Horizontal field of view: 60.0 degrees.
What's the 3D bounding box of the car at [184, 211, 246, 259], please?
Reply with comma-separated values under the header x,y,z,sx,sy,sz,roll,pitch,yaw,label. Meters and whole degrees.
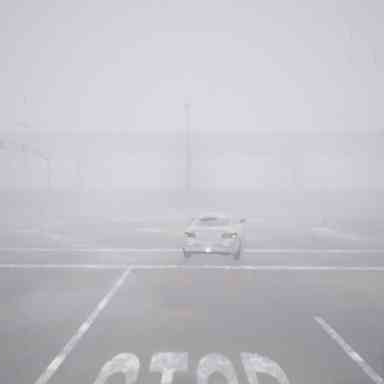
x,y,z,sx,sy,sz,roll,pitch,yaw,label
0.920,1.412,12.041,1.812,1.442,4.674,0,1,11,car
